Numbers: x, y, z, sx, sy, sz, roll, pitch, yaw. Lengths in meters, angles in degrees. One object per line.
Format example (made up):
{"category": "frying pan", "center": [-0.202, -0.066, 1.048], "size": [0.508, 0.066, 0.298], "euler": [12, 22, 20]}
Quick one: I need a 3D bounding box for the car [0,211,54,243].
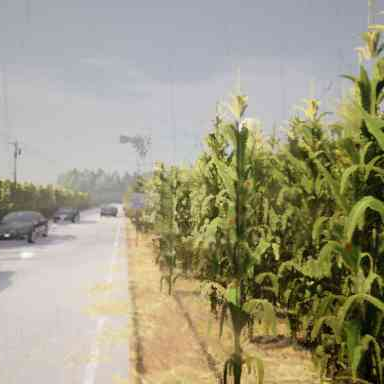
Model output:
{"category": "car", "center": [-9.061, 1.825, 17.811], "size": [1.837, 1.490, 4.892], "euler": [1, -2, -12]}

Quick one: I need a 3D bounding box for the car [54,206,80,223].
{"category": "car", "center": [-11.936, 2.135, 31.789], "size": [2.128, 1.511, 4.902], "euler": [1, -2, -12]}

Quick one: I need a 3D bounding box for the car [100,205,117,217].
{"category": "car", "center": [-10.843, 2.534, 43.177], "size": [1.994, 1.385, 4.181], "euler": [1, -2, -12]}

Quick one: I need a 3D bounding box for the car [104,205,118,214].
{"category": "car", "center": [-12.860, 2.795, 52.895], "size": [1.895, 1.301, 4.718], "euler": [1, -2, -12]}
